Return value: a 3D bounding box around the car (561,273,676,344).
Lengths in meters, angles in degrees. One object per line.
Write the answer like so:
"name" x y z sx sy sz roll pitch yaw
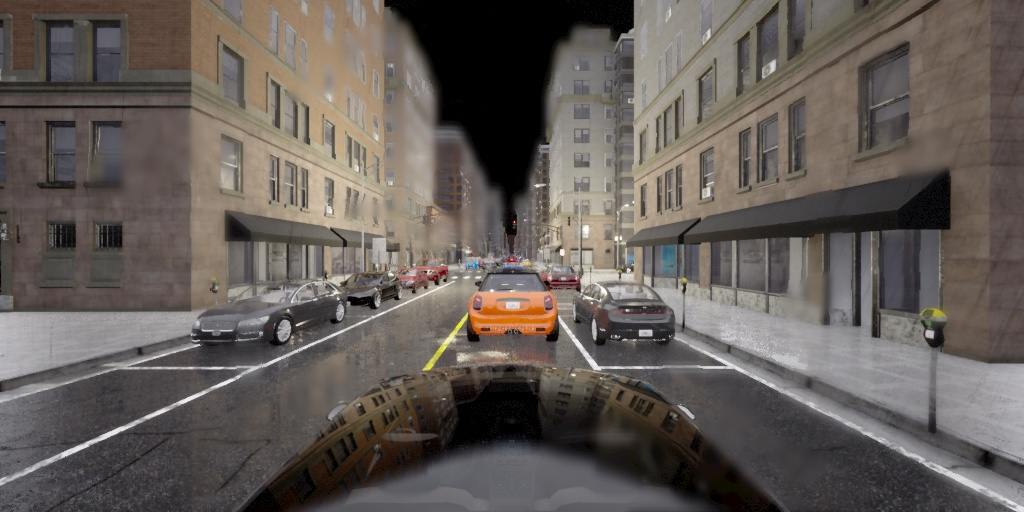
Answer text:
"car" 2.665 1.300 9.328 2.007 1.370 4.403 0 0 0

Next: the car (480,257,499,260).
"car" -3.128 1.265 49.784 1.812 1.442 4.674 0 0 0

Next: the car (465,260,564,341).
"car" 0.014 1.101 9.987 2.097 1.767 4.553 0 0 0

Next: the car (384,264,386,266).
"car" -16.778 1.227 40.681 5.008 1.535 1.882 0 0 0

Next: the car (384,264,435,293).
"car" -5.869 1.330 20.347 1.802 1.307 4.207 0 0 0

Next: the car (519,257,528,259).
"car" 2.626 1.260 64.209 1.751 1.417 4.829 0 0 0

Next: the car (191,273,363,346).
"car" -5.861 1.300 9.299 2.007 1.370 4.403 0 0 0

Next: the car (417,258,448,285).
"car" -5.873 1.061 25.870 2.192 1.841 5.009 0 0 0

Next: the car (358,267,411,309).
"car" -5.865 1.314 14.823 1.948 1.339 4.313 0 0 0

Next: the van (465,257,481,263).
"van" -5.892 1.079 52.818 1.690 1.789 3.998 0 0 0

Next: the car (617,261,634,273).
"car" 14.539 1.238 41.011 4.892 1.490 1.837 0 0 1

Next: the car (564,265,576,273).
"car" 2.657 1.187 20.378 1.967 1.591 4.097 0 0 0
